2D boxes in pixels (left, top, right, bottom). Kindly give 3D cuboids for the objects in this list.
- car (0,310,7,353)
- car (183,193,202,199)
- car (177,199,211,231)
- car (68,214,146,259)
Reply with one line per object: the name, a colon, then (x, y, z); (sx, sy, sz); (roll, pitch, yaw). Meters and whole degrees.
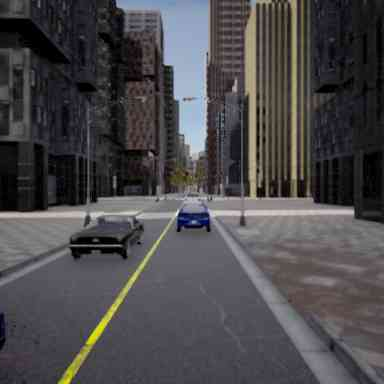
car: (-3.072, 1.596, 1.610); (1.895, 1.301, 4.718); (0, 0, 0)
car: (0.095, 1.086, 42.780); (2.150, 2.045, 5.566); (0, 0, 0)
car: (0.099, 1.419, 19.990); (1.882, 1.535, 5.008); (0, 0, 0)
car: (-3.001, 1.564, 12.618); (1.895, 1.301, 4.718); (0, 0, 0)
